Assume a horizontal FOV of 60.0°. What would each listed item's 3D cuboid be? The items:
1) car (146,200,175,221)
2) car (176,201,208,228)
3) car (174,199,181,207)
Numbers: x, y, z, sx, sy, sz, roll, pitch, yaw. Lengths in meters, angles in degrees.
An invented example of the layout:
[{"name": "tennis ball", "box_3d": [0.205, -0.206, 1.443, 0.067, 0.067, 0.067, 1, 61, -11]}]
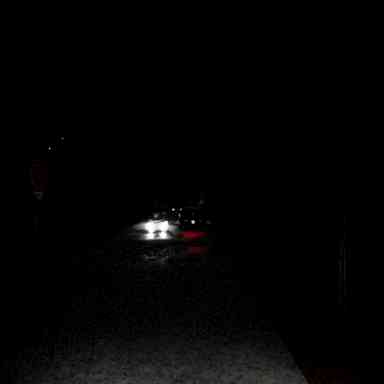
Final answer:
[{"name": "car", "box_3d": [-2.911, 1.716, 29.250, 2.128, 1.511, 4.902, 0, -1, 0]}, {"name": "car", "box_3d": [0.059, 1.650, 23.313, 1.837, 1.490, 4.892, 0, -1, 0]}, {"name": "car", "box_3d": [-3.112, 2.481, 70.847, 2.150, 2.045, 5.566, 0, -2, -1]}]
